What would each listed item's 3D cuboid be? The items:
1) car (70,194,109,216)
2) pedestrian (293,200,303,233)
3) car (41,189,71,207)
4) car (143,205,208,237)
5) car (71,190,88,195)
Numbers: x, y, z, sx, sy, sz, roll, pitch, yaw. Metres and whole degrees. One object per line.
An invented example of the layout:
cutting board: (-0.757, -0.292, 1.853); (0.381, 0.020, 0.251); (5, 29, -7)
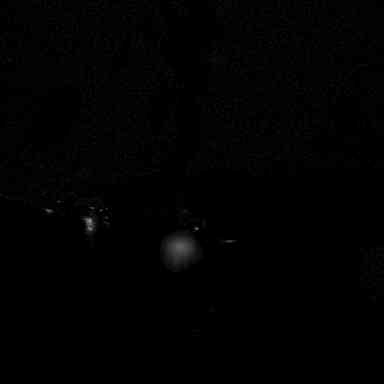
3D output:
car: (-8.732, 1.207, 28.810); (1.837, 1.490, 4.892); (1, 0, -35)
pedestrian: (5.822, 1.351, 18.431); (0.375, 1.860, 0.375); (3, -2, -35)
car: (-16.825, 0.721, 40.426); (2.150, 2.045, 5.566); (1, 0, -34)
car: (-1.042, 1.419, 17.738); (1.812, 1.442, 4.674); (1, 0, -33)
car: (-14.908, 0.771, 42.773); (2.150, 2.045, 5.566); (1, 0, -35)
